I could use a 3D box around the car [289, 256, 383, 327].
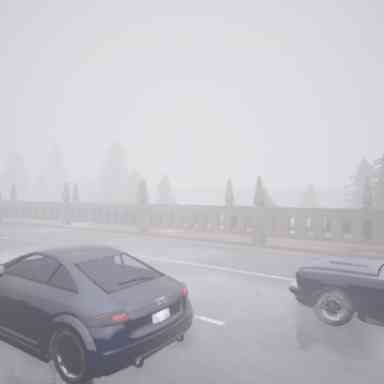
[{"bbox_3d":[4.099,1.602,5.365,4.718,1.301,1.895,0,0,35],"label":"car"}]

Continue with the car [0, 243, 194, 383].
[{"bbox_3d":[-2.048,1.547,5.401,4.181,1.385,1.994,0,0,34],"label":"car"}]
